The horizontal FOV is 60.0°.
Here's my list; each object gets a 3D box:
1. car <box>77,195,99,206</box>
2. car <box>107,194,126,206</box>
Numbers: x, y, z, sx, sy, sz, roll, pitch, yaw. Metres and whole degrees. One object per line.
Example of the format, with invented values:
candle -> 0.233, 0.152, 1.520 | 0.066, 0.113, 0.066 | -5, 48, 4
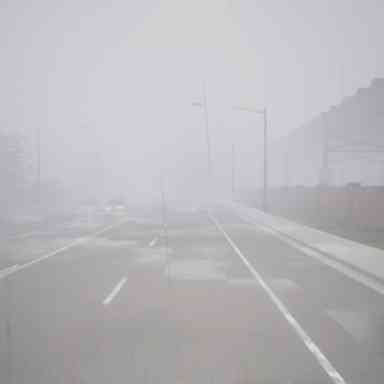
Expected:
car -> -14.031, 1.131, 45.418 | 1.812, 1.442, 4.674 | 0, 1, 1
car -> -10.519, 1.061, 46.646 | 1.882, 1.535, 5.008 | 0, 1, 1
